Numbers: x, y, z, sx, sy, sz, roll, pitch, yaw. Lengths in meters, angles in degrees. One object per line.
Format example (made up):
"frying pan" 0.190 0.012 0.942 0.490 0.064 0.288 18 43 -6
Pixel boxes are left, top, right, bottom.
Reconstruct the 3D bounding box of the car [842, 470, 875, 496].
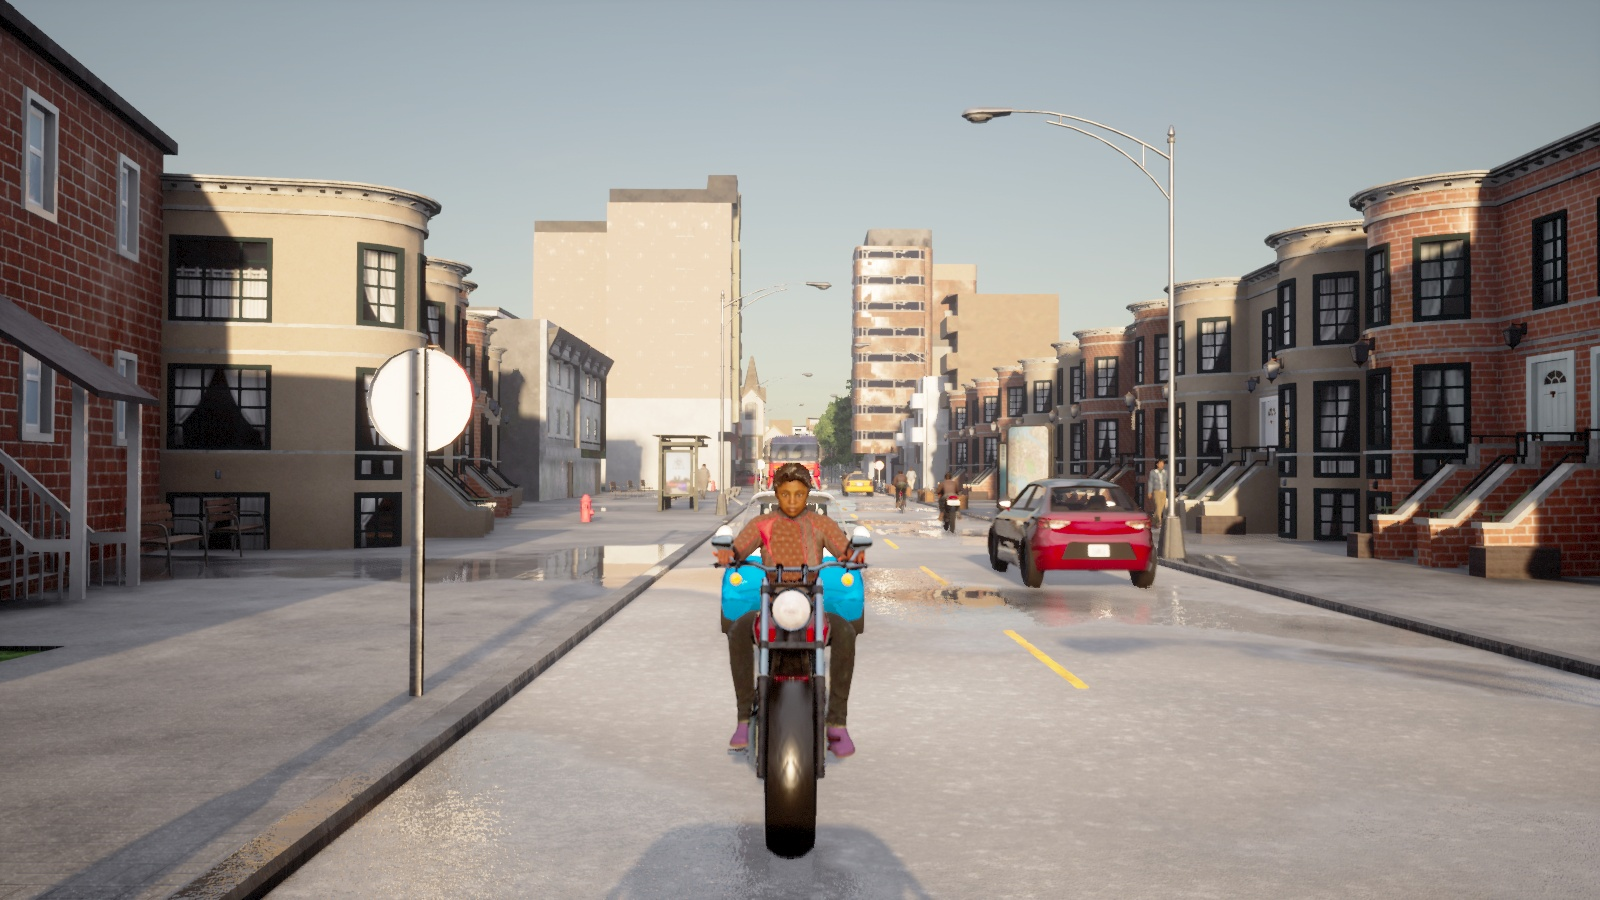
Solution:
"car" 3.624 2.059 78.782 1.801 1.575 5.366 0 -1 0

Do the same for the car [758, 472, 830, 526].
"car" -0.172 1.393 36.538 1.970 1.475 3.806 0 -1 0

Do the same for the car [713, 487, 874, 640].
"car" -0.063 1.084 12.727 1.481 1.376 2.207 0 -1 0

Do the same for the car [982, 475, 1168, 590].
"car" 3.910 1.124 18.568 1.816 1.474 4.193 0 -1 0

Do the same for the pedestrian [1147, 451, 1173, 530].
"pedestrian" 9.088 1.019 31.729 0.423 1.949 0.788 0 -1 1

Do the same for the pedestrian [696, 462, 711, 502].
"pedestrian" -4.835 1.600 63.052 0.659 1.952 0.873 0 -1 1

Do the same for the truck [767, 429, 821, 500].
"truck" -0.339 0.861 72.212 2.891 3.827 8.468 0 -1 0

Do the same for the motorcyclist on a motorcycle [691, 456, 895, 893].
"motorcyclist on a motorcycle" -0.033 0.865 5.935 0.766 1.649 2.350 0 -1 0

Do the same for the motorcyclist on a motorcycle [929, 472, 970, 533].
"motorcyclist on a motorcycle" 3.847 1.326 32.493 0.797 1.523 2.044 0 -1 0
